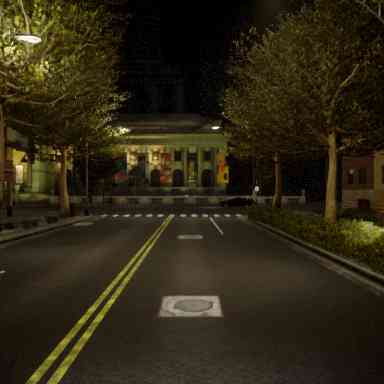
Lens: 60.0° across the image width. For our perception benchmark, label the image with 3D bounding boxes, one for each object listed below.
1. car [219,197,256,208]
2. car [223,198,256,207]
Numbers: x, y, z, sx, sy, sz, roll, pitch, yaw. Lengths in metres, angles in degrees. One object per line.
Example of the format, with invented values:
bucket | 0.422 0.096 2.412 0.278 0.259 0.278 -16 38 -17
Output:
car | 6.166 1.505 46.596 4.892 1.490 1.837 0 0 0
car | 7.098 1.601 50.101 4.718 1.301 1.895 0 0 0
